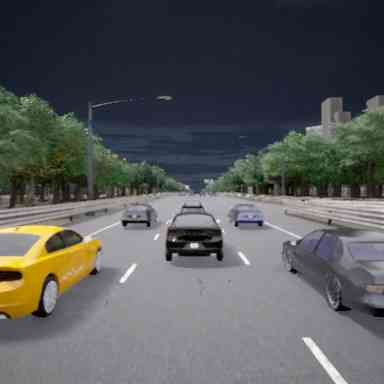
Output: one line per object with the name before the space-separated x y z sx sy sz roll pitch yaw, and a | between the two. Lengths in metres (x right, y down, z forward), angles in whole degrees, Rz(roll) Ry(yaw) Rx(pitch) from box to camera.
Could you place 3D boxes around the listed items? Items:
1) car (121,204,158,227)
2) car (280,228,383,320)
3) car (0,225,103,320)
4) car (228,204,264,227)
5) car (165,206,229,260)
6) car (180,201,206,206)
car | -3.457 1.505 22.538 2.033 1.411 5.357 0 0 0
car | 3.544 1.537 7.584 2.033 1.411 5.357 0 0 0
car | -3.458 1.468 7.438 1.882 1.535 5.008 0 0 1
car | 3.544 1.505 22.537 2.033 1.411 5.357 0 0 0
car | 0.076 1.462 12.338 1.882 1.535 5.008 0 -1 0
car | 0.073 1.431 26.306 2.128 1.511 4.902 0 0 0
